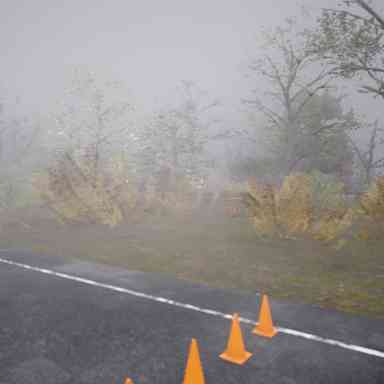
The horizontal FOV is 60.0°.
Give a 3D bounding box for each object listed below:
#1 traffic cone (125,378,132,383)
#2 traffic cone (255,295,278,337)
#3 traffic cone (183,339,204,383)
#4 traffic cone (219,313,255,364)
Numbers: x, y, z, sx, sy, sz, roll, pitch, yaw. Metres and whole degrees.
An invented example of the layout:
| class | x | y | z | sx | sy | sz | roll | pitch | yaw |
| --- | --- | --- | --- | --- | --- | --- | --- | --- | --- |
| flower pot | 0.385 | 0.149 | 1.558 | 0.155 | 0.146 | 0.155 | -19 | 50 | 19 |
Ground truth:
| class | x | y | z | sx | sy | sz | roll | pitch | yaw |
| --- | --- | --- | --- | --- | --- | --- | --- | --- | --- |
| traffic cone | -0.566 | 1.962 | 2.963 | 0.340 | 0.580 | 0.340 | 0 | 0 | 36 |
| traffic cone | 1.182 | 1.972 | 5.400 | 0.340 | 0.580 | 0.340 | 0 | 0 | 36 |
| traffic cone | 0.017 | 1.966 | 3.775 | 0.340 | 0.580 | 0.340 | 0 | 0 | 36 |
| traffic cone | 0.599 | 1.969 | 4.588 | 0.340 | 0.580 | 0.340 | 0 | 0 | 36 |
